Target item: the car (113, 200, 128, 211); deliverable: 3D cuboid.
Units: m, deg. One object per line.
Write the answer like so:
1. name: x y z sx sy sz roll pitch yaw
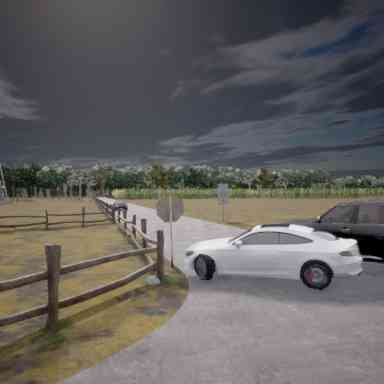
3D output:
1. car: -10.712 1.972 49.475 2.033 1.411 5.357 -2 0 -17

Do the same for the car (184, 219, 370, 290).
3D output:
1. car: 2.060 1.616 9.110 4.674 1.442 1.812 -2 0 23

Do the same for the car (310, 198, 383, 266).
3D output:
1. car: 5.099 1.222 9.766 2.150 2.045 5.566 -2 0 -39
